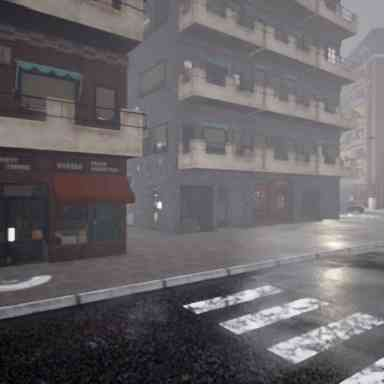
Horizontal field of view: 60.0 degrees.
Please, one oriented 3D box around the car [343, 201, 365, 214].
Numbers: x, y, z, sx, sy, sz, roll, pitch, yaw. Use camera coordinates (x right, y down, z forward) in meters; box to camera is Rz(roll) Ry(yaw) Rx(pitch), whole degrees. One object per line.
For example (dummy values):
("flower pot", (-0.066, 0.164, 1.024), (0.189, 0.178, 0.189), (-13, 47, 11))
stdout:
("car", (18.050, 1.761, 38.328), (1.895, 1.301, 4.718), (0, 0, 5))
